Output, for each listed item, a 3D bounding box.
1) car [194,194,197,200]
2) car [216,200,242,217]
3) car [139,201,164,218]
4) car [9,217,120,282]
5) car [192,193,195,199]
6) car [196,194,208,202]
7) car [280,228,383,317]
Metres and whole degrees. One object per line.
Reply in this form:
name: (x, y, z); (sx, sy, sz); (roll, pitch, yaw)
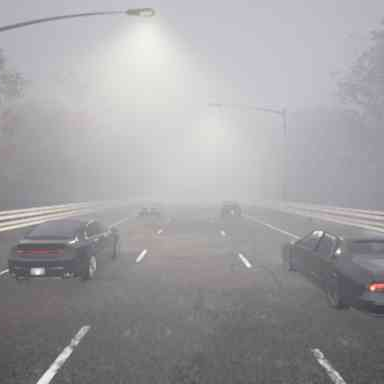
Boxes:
car: (2.189, 1.558, 83.335); (1.895, 1.301, 4.718); (0, 0, -2)
car: (3.421, 1.500, 30.874); (1.837, 1.490, 4.892); (0, 0, -1)
car: (-3.566, 1.543, 29.934); (2.033, 1.411, 5.357); (0, 0, -1)
car: (-3.421, 1.506, 9.785); (1.837, 1.490, 4.892); (0, 0, 0)
car: (1.814, 1.449, 94.366); (2.163, 1.488, 4.792); (0, 0, -2)
car: (2.518, 1.495, 72.272); (1.812, 1.442, 4.674); (0, 0, -2)
car: (3.588, 1.548, 7.729); (2.033, 1.411, 5.357); (0, 0, 0)
